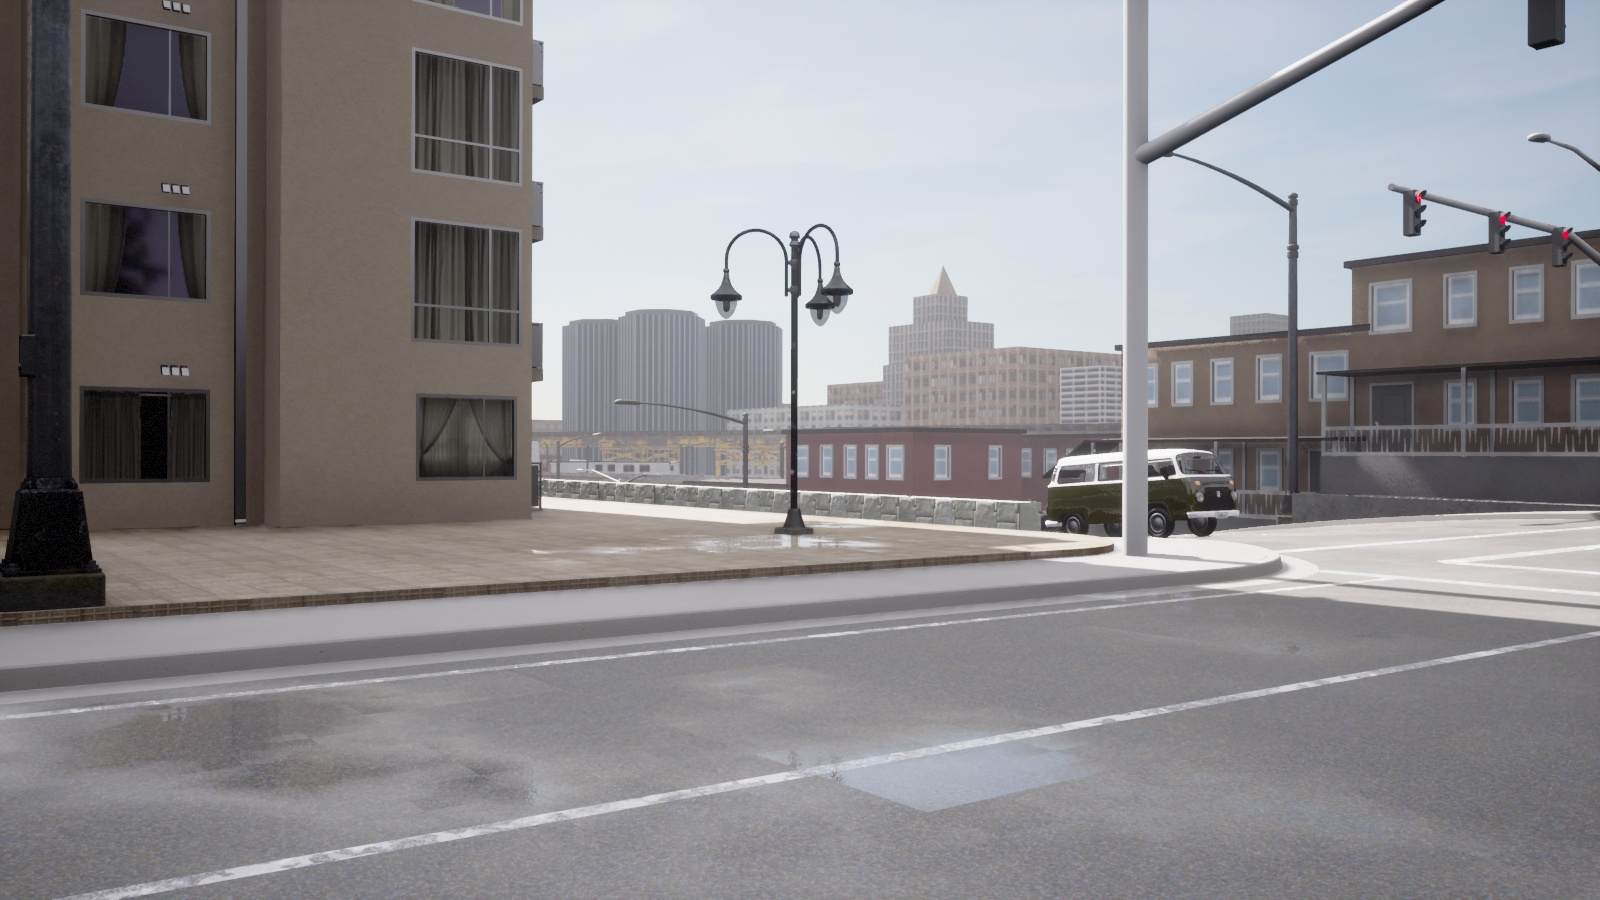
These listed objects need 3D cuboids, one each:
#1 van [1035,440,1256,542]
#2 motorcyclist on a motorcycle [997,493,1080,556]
[{"bbox_3d":[7.825,0.996,28.884,2.069,2.038,4.480,0,-5,-36],"label":"van"},{"bbox_3d":[6.856,2.155,36.243,0.866,1.530,2.191,0,-10,-36],"label":"motorcyclist on a motorcycle"}]
